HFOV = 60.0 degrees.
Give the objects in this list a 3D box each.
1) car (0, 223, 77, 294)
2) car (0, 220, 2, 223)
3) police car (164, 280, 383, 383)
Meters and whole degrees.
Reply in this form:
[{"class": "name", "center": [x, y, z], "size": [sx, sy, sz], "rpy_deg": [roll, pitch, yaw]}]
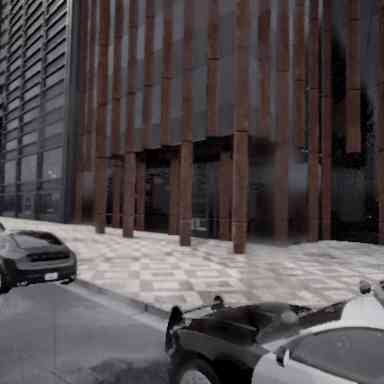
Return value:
[{"class": "car", "center": [-5.163, 1.884, 9.948], "size": [1.837, 1.490, 4.892], "rpy_deg": [4, -4, -44]}, {"class": "car", "center": [-9.348, 1.843, 14.208], "size": [2.097, 1.767, 4.553], "rpy_deg": [4, -4, -44]}, {"class": "police car", "center": [1.779, 1.614, 2.908], "size": [1.930, 1.638, 5.238], "rpy_deg": [4, -4, -44]}]
